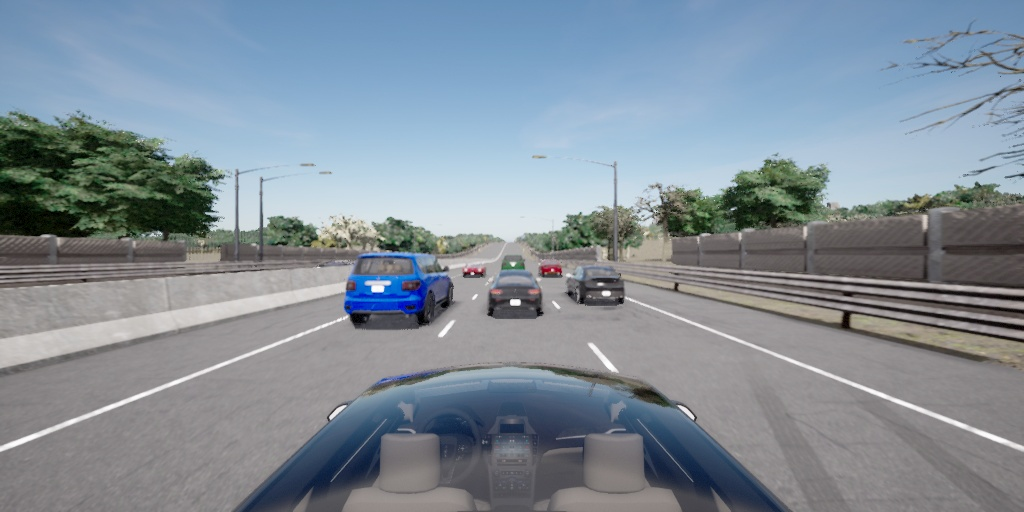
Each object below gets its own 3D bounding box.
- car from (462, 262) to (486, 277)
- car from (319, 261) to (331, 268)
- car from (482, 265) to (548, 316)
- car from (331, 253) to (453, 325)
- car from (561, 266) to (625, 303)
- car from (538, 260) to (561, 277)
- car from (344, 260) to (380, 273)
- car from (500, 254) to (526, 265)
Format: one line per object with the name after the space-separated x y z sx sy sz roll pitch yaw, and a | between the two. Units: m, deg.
-3.396 1.251 33.264 1.895 1.301 4.718 0 0 0 | car
-21.075 1.243 43.005 1.895 1.301 4.718 0 0 0 | car
0.101 1.219 13.026 1.812 1.442 4.674 0 0 0 | car
-3.399 0.920 11.773 2.150 2.045 5.566 0 0 0 | car
3.601 1.189 16.096 1.837 1.490 4.892 0 0 0 | car
3.604 1.126 34.315 1.882 1.535 5.008 0 0 0 | car
-17.579 1.190 42.409 2.033 1.411 5.357 0 0 0 | car
0.103 0.870 33.733 2.150 2.045 5.566 0 0 0 | car
